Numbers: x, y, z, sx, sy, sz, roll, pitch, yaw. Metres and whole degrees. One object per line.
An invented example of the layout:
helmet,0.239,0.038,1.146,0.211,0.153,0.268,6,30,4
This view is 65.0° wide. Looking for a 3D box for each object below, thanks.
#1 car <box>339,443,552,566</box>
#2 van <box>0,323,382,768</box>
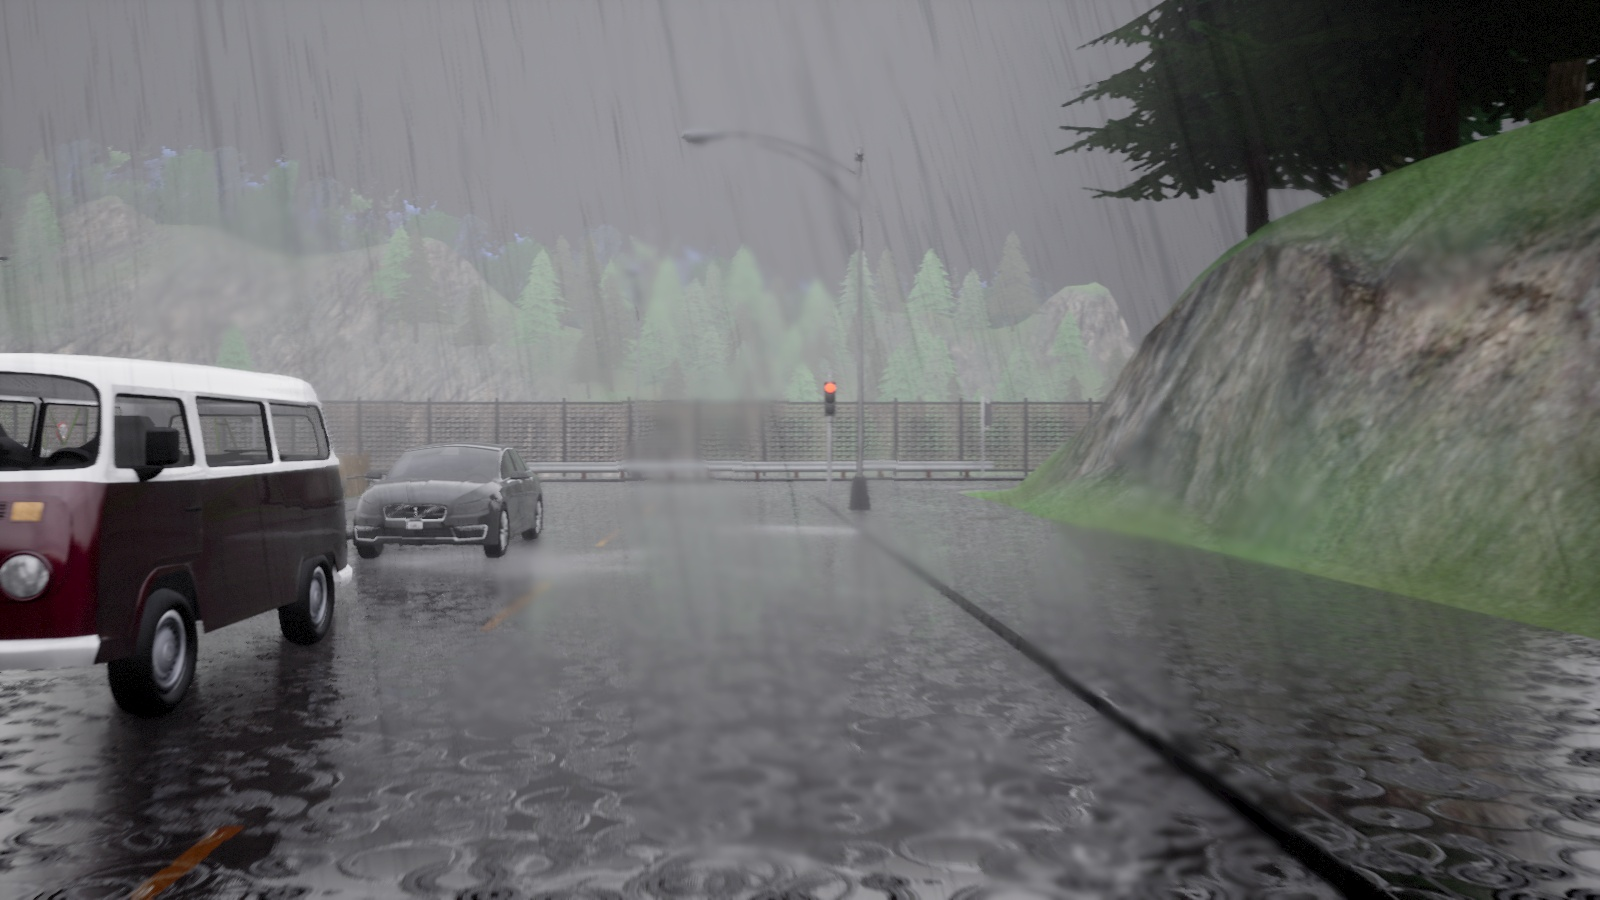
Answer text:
car,-4.792,0.652,17.722,1.837,1.490,4.892,0,0,-3
van,-4.338,0.425,7.963,2.069,2.038,4.480,0,0,-3
